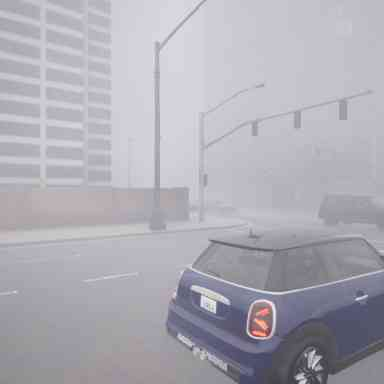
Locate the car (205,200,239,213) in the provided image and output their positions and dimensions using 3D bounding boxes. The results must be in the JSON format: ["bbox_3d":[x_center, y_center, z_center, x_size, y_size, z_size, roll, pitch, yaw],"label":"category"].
[{"bbox_3d":[3.044,1.600,37.365,1.895,1.301,4.718,0,0,-36],"label":"car"}]

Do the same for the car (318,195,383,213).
[{"bbox_3d":[10.664,1.218,20.755,2.150,2.045,5.566,0,1,-36],"label":"car"}]

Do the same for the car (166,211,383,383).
[{"bbox_3d":[1.937,1.352,5.170,4.553,1.767,2.097,0,0,-35],"label":"car"}]

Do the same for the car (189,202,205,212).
[{"bbox_3d":[-1.282,1.547,37.389,2.033,1.411,5.357,0,0,-36],"label":"car"}]
